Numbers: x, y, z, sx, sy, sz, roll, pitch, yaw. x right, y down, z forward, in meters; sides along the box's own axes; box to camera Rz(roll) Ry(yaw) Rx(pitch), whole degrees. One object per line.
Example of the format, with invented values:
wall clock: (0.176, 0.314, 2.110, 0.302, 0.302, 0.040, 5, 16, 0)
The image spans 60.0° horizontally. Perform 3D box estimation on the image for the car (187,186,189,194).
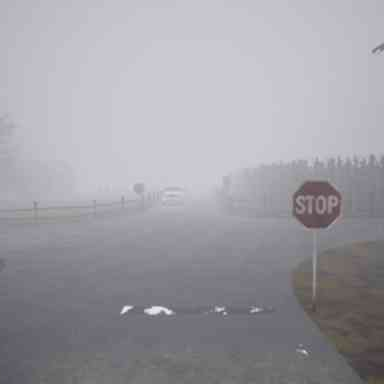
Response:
car: (-1.410, -0.358, 59.784, 2.033, 1.411, 5.357, 0, 3, 2)

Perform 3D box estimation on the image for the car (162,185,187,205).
car: (-2.014, 0.280, 36.766, 2.150, 2.045, 5.566, 0, 2, 2)
